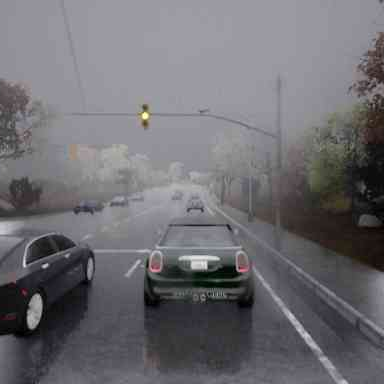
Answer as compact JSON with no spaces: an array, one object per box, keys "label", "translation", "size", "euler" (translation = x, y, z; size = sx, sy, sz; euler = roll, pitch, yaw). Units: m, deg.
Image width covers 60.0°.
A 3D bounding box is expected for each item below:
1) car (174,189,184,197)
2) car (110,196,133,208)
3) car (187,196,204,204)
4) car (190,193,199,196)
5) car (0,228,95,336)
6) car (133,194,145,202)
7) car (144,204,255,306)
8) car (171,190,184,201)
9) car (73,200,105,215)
[{"label":"car","translation":[-2.893,0.189,75.022],"size":[2.033,1.411,5.357],"euler":[0,3,1]},{"label":"car","translation":[-10.220,1.372,47.194],"size":[1.882,1.535,5.008],"euler":[0,0,1]},{"label":"car","translation":[0.383,1.462,38.062],"size":[2.033,1.411,5.357],"euler":[0,0,1]},{"label":"car","translation":[0.521,0.909,64.881],"size":[2.033,1.411,5.357],"euler":[0,3,1]},{"label":"car","translation":[-3.377,1.490,6.627],"size":[1.837,1.490,4.892],"euler":[0,0,0]},{"label":"car","translation":[-10.047,1.090,61.881],"size":[1.994,1.385,4.181],"euler":[0,3,1]},{"label":"car","translation":[0.143,1.334,8.126],"size":[2.097,1.767,4.553],"euler":[0,0,0]},{"label":"car","translation":[-2.984,0.926,64.606],"size":[2.033,1.411,5.357],"euler":[0,3,1]},{"label":"car","translation":[-10.353,1.526,33.616],"size":[1.895,1.301,4.718],"euler":[0,0,1]}]
